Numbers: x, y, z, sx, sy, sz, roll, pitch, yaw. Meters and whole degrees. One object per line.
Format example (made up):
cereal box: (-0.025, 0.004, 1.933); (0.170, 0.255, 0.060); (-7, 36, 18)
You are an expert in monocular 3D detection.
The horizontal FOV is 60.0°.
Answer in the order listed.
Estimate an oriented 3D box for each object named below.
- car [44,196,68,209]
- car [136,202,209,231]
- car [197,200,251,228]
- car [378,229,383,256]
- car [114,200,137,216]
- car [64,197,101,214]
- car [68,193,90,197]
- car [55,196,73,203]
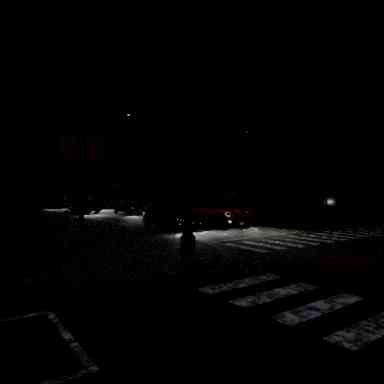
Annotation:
car: (-18.555, 1.411, 44.674); (1.882, 1.535, 5.008); (0, 1, -35)
car: (-1.342, 1.483, 20.597); (1.837, 1.490, 4.892); (0, 0, -36)
car: (1.713, 1.326, 21.910); (2.097, 1.767, 4.553); (0, 0, -36)
car: (7.430, 1.492, 8.374); (2.128, 1.511, 4.902); (0, 0, -36)
car: (-6.159, 1.479, 32.888); (1.812, 1.442, 4.674); (0, 0, -36)
car: (-11.070, 1.500, 34.158); (2.033, 1.411, 5.357); (0, 0, -36)
car: (-18.899, 1.131, 56.535); (2.150, 2.045, 5.566); (0, 0, -35)
car: (-25.030, 1.439, 65.087); (2.033, 1.411, 5.357); (0, 0, -36)
